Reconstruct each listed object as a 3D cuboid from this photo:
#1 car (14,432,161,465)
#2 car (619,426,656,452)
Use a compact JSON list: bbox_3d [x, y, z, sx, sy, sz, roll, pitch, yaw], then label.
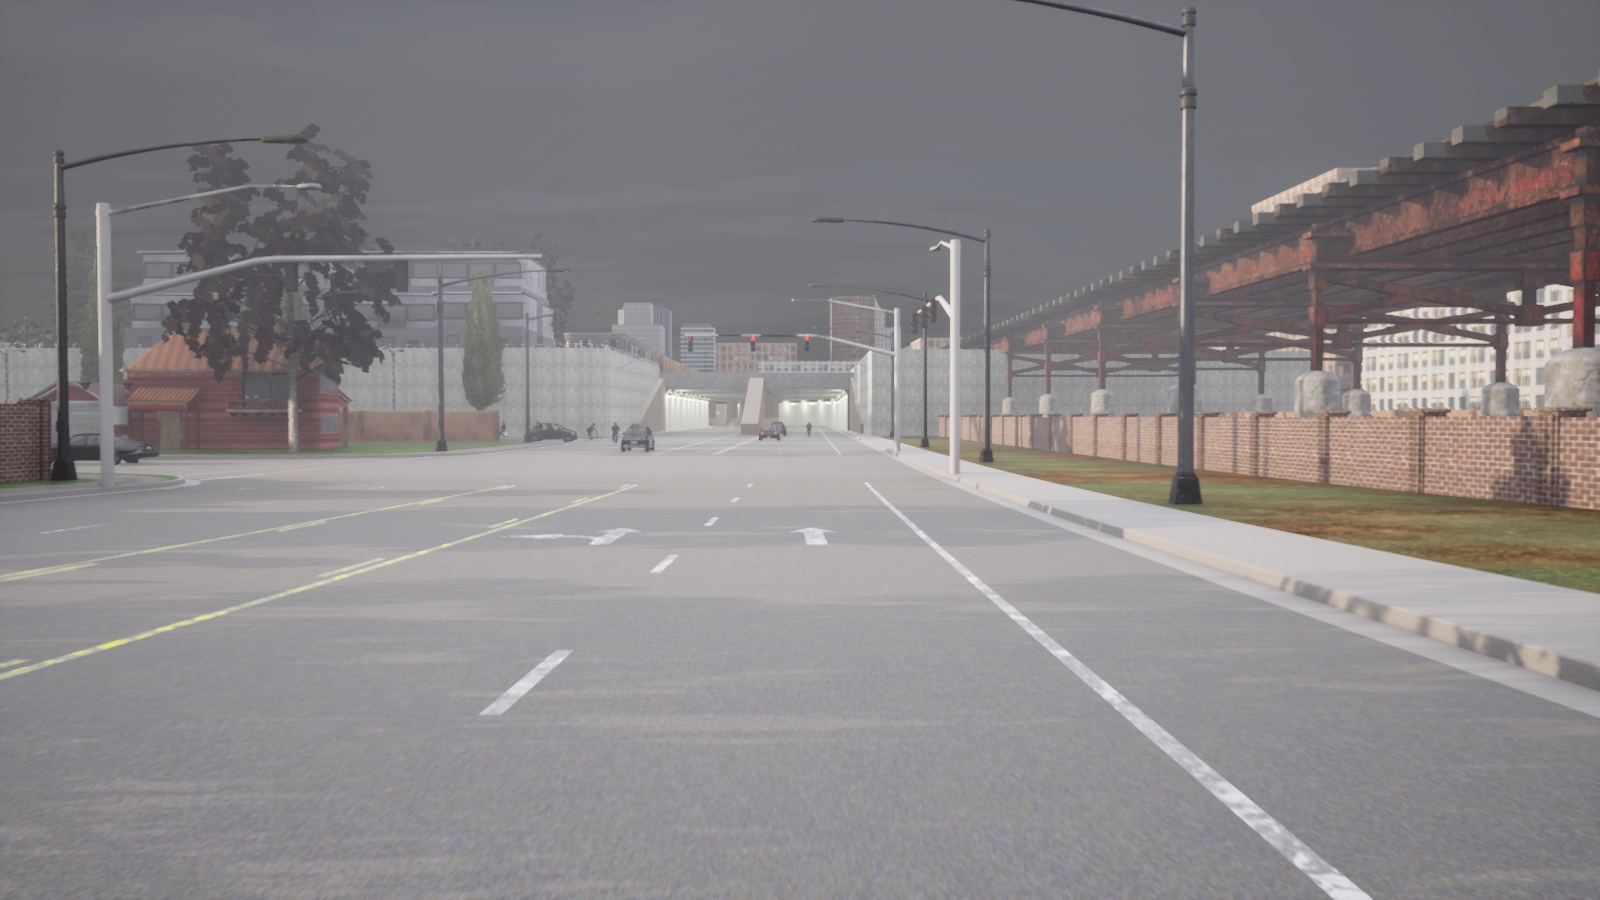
[{"bbox_3d":[-31.717,-0.096,56.033,5.357,1.411,2.033,0,2,-1],"label":"car"},{"bbox_3d":[-9.962,-0.705,77.075,1.789,1.549,3.705,0,1,0],"label":"car"}]
